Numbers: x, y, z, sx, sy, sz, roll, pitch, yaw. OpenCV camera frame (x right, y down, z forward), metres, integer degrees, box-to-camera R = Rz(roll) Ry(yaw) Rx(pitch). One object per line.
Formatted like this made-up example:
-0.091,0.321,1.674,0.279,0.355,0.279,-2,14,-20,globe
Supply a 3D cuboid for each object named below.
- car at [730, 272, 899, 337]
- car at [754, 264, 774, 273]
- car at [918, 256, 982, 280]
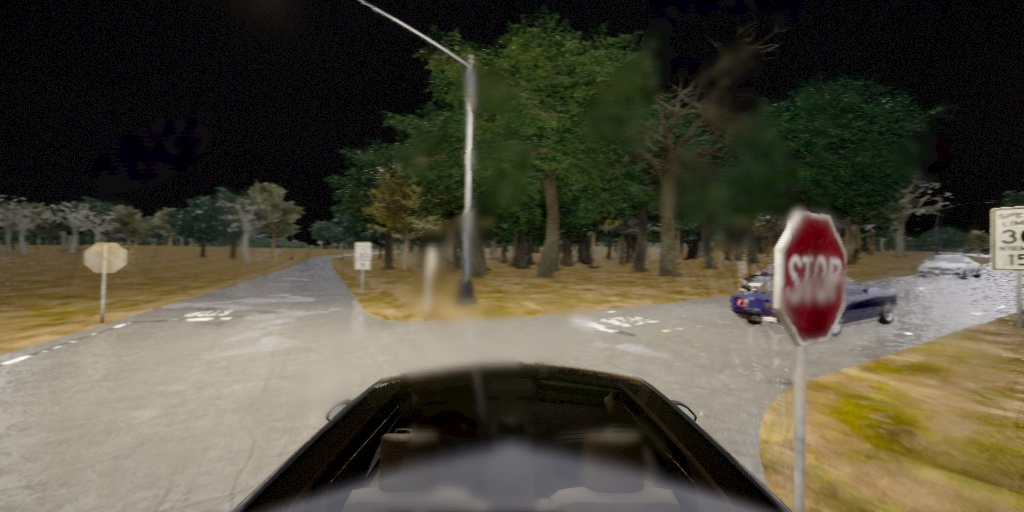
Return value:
8.080,1.174,9.469,4.718,1.301,1.895,-1,0,-27,car
11.419,0.992,14.620,4.902,1.511,2.128,-1,0,-27,car
28.366,0.718,23.194,4.674,1.442,1.812,-1,0,-27,car
